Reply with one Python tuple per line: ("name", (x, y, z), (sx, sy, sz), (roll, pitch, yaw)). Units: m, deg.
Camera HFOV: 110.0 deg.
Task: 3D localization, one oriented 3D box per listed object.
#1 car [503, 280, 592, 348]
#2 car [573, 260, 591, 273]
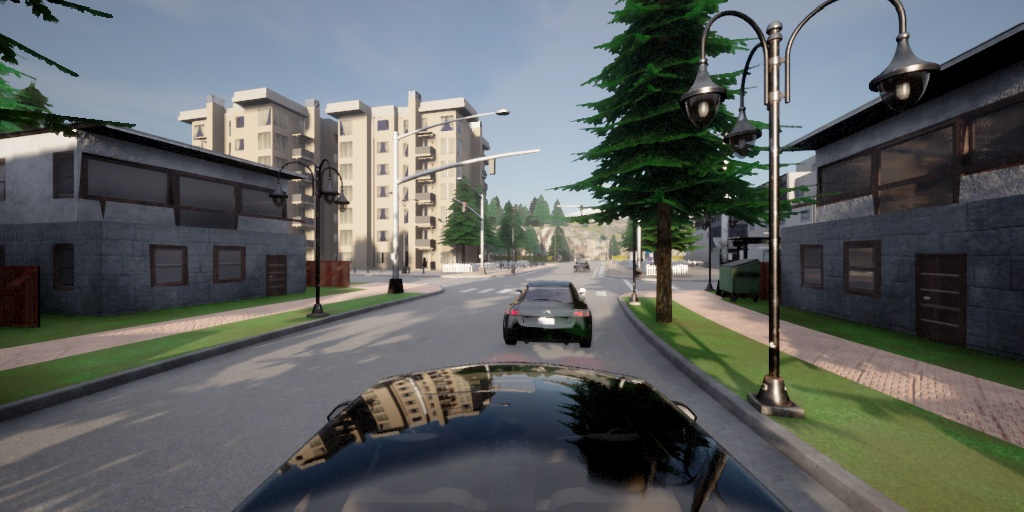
("car", (0.999, 1.314, 9.370), (1.994, 1.385, 4.181), (0, 0, 8))
("car", (8.753, 1.275, 44.911), (2.128, 1.511, 4.902), (0, 0, 14))
